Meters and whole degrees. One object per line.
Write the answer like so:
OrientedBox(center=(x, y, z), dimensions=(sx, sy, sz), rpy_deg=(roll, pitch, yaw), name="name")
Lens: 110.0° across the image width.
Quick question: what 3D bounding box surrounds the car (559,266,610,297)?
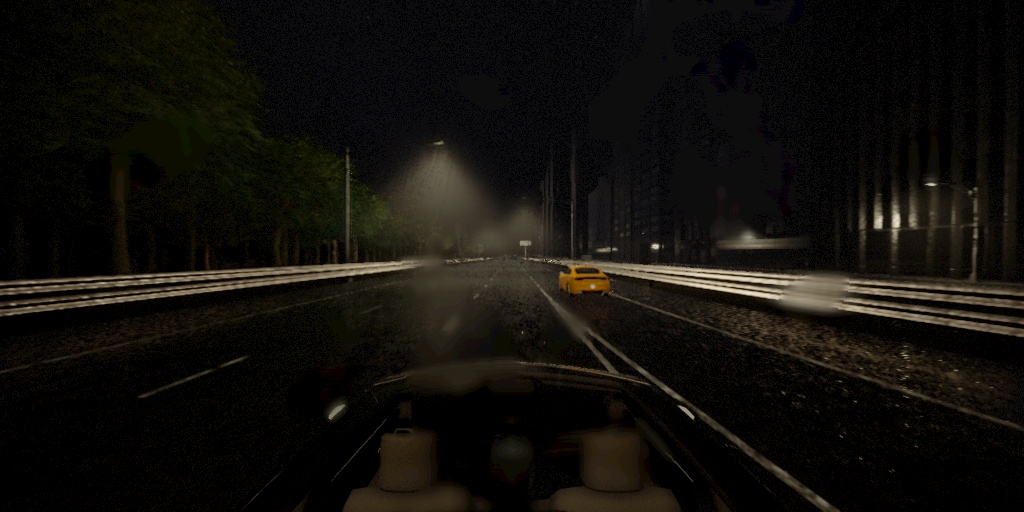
OrientedBox(center=(3.652, 1.243, 18.868), dimensions=(1.882, 1.535, 5.008), rpy_deg=(0, 0, -1), name="car")
